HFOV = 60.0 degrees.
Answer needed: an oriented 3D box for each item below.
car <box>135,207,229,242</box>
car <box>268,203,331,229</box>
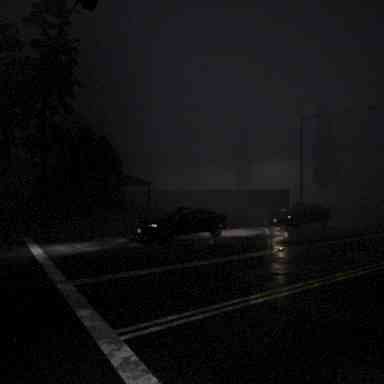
[{"bbox_3d":[-0.393,1.494,16.515,4.902,1.511,2.128,0,0,-35],"label":"car"},{"bbox_3d":[7.117,1.496,21.868,4.902,1.511,2.128,0,0,-35],"label":"car"}]
